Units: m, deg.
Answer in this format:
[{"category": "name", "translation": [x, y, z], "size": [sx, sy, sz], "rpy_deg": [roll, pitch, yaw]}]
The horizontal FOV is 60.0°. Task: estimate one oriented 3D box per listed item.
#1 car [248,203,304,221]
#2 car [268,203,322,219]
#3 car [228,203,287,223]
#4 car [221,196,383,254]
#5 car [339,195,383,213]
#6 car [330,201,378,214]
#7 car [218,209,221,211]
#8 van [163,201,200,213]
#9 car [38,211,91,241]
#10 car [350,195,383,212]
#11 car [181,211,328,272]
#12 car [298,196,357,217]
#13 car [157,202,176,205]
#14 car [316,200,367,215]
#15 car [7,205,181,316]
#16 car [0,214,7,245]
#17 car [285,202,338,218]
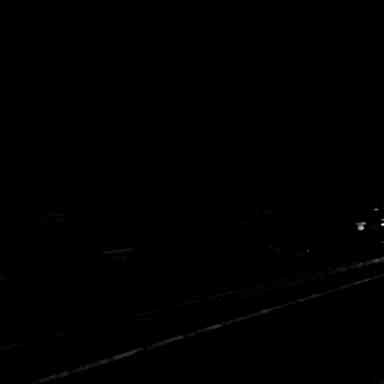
[{"category": "car", "translation": [7.948, 1.833, 31.821], "size": [2.097, 1.535, 5.008], "rpy_deg": [0, -1, -35]}, {"category": "car", "translation": [10.244, 1.842, 33.398], "size": [2.163, 1.488, 4.792], "rpy_deg": [0, -1, -35]}, {"category": "car", "translation": [5.768, 1.844, 30.076], "size": [1.946, 1.575, 5.366], "rpy_deg": [0, -1, -35]}, {"category": "car", "translation": [4.029, 1.342, 13.175], "size": [2.435, 2.045, 5.566], "rpy_deg": [-1, -1, -35]}, {"category": "car", "translation": [21.644, 1.482, 41.388], "size": [2.435, 2.045, 5.566], "rpy_deg": [0, -1, -35]}, {"category": "car", "translation": [19.253, 1.787, 39.737], "size": [2.002, 1.452, 4.674], "rpy_deg": [0, -1, -35]}, {"category": "car", "translation": [3.382, 1.912, 28.629], "size": [2.002, 1.452, 4.674], "rpy_deg": [0, -1, -35]}, {"category": "van", "translation": [-1.258, 1.688, 25.538], "size": [1.878, 1.987, 4.442], "rpy_deg": [-1, -1, -35]}, {"category": "car", "translation": [-8.032, 2.026, 20.661], "size": [2.002, 1.452, 4.674], "rpy_deg": [-1, -1, -35]}, {"category": "car", "translation": [23.825, 1.472, 42.915], "size": [2.435, 2.045, 5.566], "rpy_deg": [0, -1, -35]}, {"category": "car", "translation": [1.747, 1.617, 11.547], "size": [2.231, 1.521, 4.892], "rpy_deg": [-1, -1, -35]}, {"category": "car", "translation": [14.799, 1.524, 36.597], "size": [2.435, 2.045, 5.566], "rpy_deg": [0, -1, -35]}, {"category": "car", "translation": [-3.451, 1.807, 23.823], "size": [2.185, 1.767, 4.553], "rpy_deg": [-1, -1, -35]}, {"category": "car", "translation": [17.074, 1.761, 38.209], "size": [2.097, 1.535, 5.008], "rpy_deg": [0, -1, -35]}, {"category": "car", "translation": [-2.868, 1.426, 8.363], "size": [2.435, 2.045, 5.566], "rpy_deg": [-1, -1, -35]}, {"category": "car", "translation": [-10.320, 2.016, 19.070], "size": [2.097, 1.535, 5.008], "rpy_deg": [-1, -1, -35]}, {"category": "car", "translation": [12.492, 1.824, 35.043], "size": [2.163, 1.488, 4.792], "rpy_deg": [0, -1, -35]}]
